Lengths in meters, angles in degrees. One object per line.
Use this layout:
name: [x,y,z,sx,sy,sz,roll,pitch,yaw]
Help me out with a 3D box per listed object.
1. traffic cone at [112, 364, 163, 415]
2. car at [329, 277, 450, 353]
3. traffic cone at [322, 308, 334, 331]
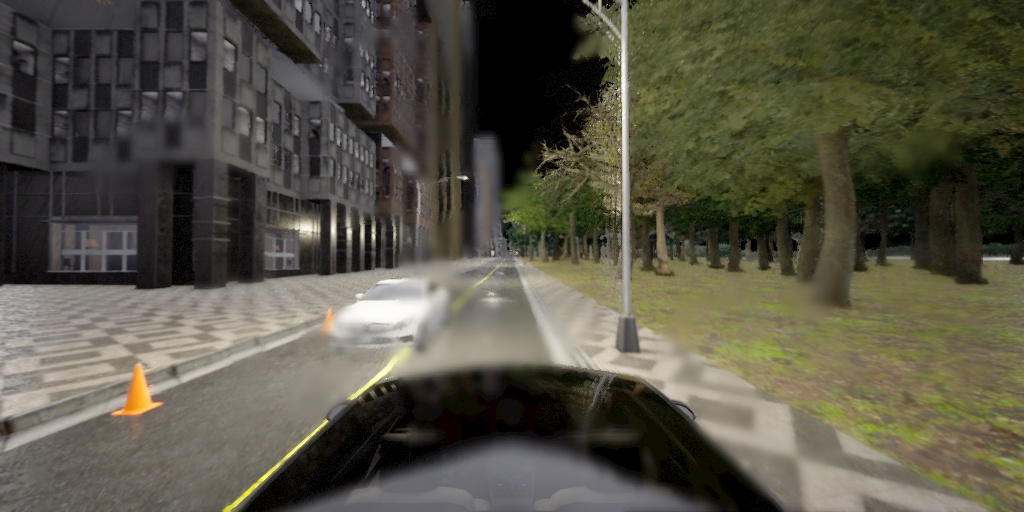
traffic cone: [-4.901,1.718,4.702,0.340,0.580,0.340,0,0,0]
car: [-2.721,1.283,9.022,1.812,1.442,4.674,0,0,0]
traffic cone: [-4.915,1.716,9.702,0.340,0.580,0.340,0,0,0]
